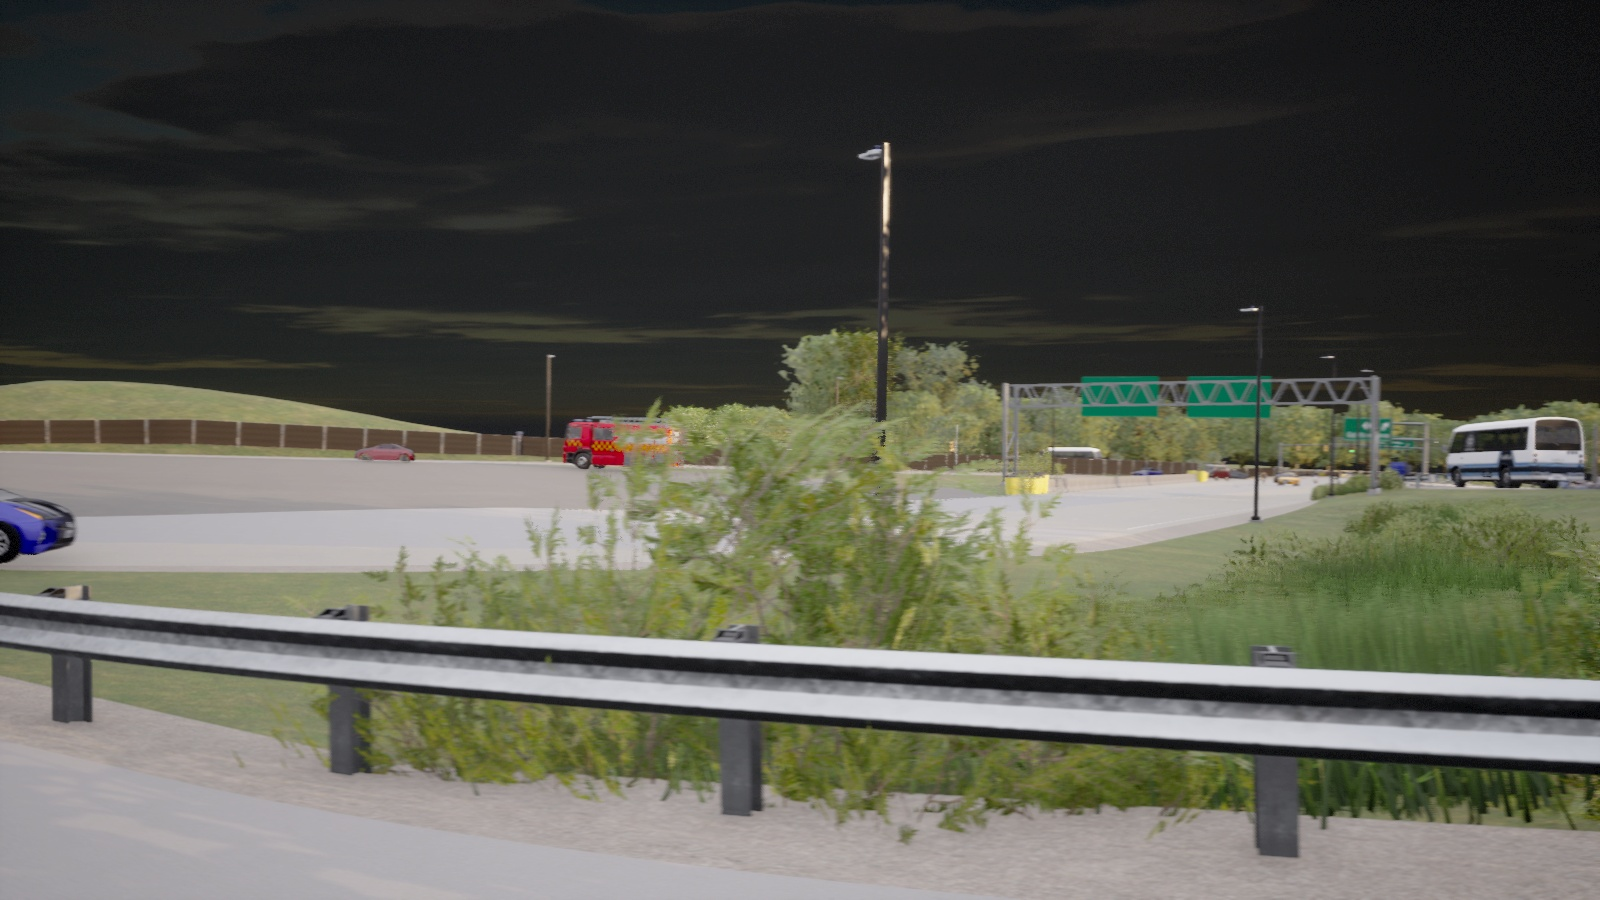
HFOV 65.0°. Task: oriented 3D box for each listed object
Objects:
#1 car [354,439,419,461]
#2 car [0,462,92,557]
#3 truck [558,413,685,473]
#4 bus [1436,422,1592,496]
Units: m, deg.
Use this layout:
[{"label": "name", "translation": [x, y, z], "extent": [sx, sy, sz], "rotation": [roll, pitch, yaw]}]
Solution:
[{"label": "car", "translation": [-29.681, -0.019, 90.188], "extent": [4.181, 1.385, 1.994], "rotation": [2, 1, -11]}, {"label": "car", "translation": [-14.978, 0.948, 21.539], "extent": [4.514, 1.525, 2.007], "rotation": [2, 0, -14]}, {"label": "truck", "translation": [-12.747, -0.519, 89.836], "extent": [8.468, 3.827, 2.891], "rotation": [3, 1, 20]}, {"label": "bus", "translation": [44.645, 0.670, 79.074], "extent": [3.944, 4.253, 10.273], "rotation": [2, -2, 0]}]
